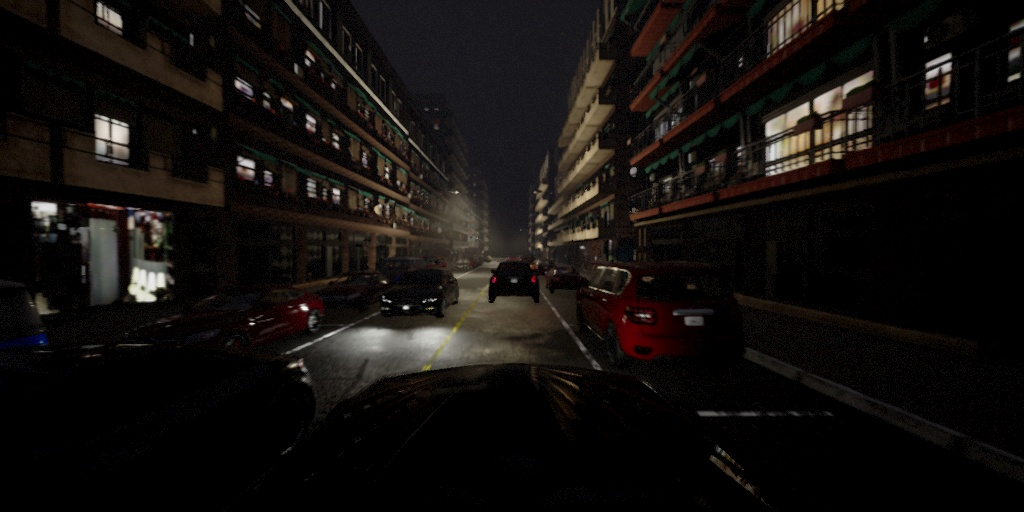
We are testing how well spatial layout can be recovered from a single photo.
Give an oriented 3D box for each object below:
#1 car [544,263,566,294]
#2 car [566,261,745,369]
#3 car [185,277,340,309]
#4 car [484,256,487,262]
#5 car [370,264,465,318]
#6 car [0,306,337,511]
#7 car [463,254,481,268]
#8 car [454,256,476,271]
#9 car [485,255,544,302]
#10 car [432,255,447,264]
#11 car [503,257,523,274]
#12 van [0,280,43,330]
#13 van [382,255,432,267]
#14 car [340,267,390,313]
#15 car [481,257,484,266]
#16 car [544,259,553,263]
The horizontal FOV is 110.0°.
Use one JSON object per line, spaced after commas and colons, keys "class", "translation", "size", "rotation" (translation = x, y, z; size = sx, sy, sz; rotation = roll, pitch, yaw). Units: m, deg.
{"class": "car", "translation": [2.688, 1.195, 18.989], "size": [1.802, 1.307, 4.207], "rotation": [0, 0, 0]}
{"class": "car", "translation": [2.689, 1.017, 7.662], "size": [2.192, 1.841, 5.009], "rotation": [0, 0, 0]}
{"class": "car", "translation": [-5.659, 1.284, 7.692], "size": [1.802, 1.307, 4.207], "rotation": [0, 0, 0]}
{"class": "car", "translation": [-5.696, 0.873, 58.665], "size": [1.948, 1.339, 4.313], "rotation": [0, 0, 0]}
{"class": "car", "translation": [-3.001, 1.192, 12.559], "size": [1.837, 1.490, 4.892], "rotation": [0, 0, 0]}
{"class": "car", "translation": [-3.072, 1.312, 2.079], "size": [1.994, 1.385, 4.181], "rotation": [0, 0, 0]}
{"class": "car", "translation": [-5.695, 0.708, 47.338], "size": [2.192, 1.841, 5.009], "rotation": [0, 0, 0]}
{"class": "car", "translation": [-5.695, 0.987, 41.675], "size": [2.007, 1.370, 4.403], "rotation": [0, 0, 0]}
{"class": "car", "translation": [0.088, 0.986, 16.256], "size": [2.097, 1.767, 4.553], "rotation": [0, 0, 0]}
{"class": "car", "translation": [-5.704, 0.883, 24.683], "size": [2.192, 1.841, 5.009], "rotation": [0, 0, 0]}
{"class": "car", "translation": [0.095, 0.949, 37.206], "size": [1.882, 1.535, 5.008], "rotation": [0, 1, 0]}
{"class": "van", "translation": [-5.659, 1.088, 2.028], "size": [1.690, 1.789, 3.998], "rotation": [0, 0, 0]}
{"class": "van", "translation": [-5.675, 0.954, 19.020], "size": [1.690, 1.789, 3.998], "rotation": [0, 0, 0]}
{"class": "car", "translation": [-5.663, 1.240, 13.355], "size": [1.802, 1.307, 4.207], "rotation": [0, 0, 0]}
{"class": "car", "translation": [-5.696, 0.790, 53.002], "size": [1.967, 1.591, 4.097], "rotation": [0, 0, 0]}
{"class": "car", "translation": [2.687, 0.965, 30.317], "size": [1.967, 1.591, 4.097], "rotation": [0, 0, 0]}
